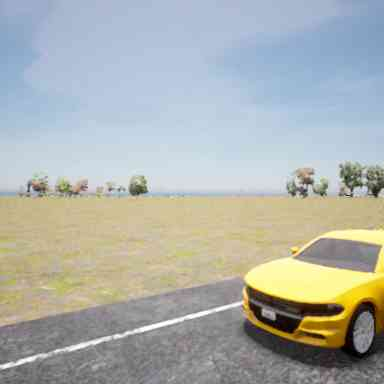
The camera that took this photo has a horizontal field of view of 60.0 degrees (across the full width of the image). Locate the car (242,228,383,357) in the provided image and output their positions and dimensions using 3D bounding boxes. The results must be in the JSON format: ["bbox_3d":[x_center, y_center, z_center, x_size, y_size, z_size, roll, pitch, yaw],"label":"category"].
[{"bbox_3d":[3.135,1.487,6.215,5.008,1.535,1.882,0,0,-35],"label":"car"}]
